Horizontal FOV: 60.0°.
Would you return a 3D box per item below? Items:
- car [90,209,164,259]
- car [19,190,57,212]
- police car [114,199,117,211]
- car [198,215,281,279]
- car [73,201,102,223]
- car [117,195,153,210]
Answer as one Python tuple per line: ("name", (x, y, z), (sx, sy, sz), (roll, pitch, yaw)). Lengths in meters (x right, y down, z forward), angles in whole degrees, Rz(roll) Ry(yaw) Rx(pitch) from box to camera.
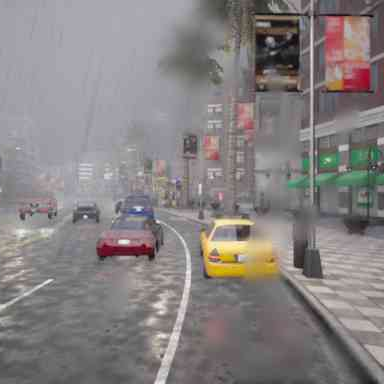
("car", (-2.179, 1.561, 12.594), (1.994, 1.385, 4.181), (0, 0, -1))
("car", (-11.741, 0.868, 25.767), (2.150, 2.045, 5.566), (0, 0, -16))
("police car", (-7.167, 1.414, 35.130), (1.930, 1.638, 5.238), (0, 0, -16))
("car", (1.182, 1.455, 10.005), (1.801, 1.575, 5.366), (0, 0, 0))
("car", (-8.117, 1.495, 25.763), (1.837, 1.490, 4.892), (0, 0, -15))
("car", (-4.065, 1.218, 24.006), (2.150, 2.045, 5.566), (0, 0, -13))
